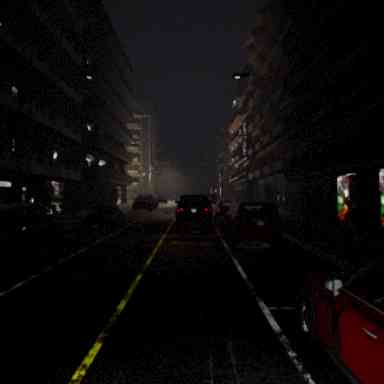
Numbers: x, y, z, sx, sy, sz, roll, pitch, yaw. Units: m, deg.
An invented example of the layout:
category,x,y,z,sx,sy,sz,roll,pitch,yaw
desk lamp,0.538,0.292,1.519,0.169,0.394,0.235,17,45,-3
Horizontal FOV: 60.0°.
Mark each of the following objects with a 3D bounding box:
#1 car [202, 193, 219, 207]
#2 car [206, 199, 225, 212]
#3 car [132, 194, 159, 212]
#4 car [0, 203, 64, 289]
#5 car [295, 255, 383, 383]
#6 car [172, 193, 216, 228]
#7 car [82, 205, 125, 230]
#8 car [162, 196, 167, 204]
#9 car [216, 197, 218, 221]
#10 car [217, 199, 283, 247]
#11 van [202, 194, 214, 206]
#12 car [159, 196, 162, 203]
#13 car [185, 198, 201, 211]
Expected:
category,x,y,z,sx,sy,sz,roll,pitch,yaw
car,2.564,1.160,47.954,2.192,1.841,5.009,1,0,0
car,2.556,1.450,36.892,1.802,1.307,4.206,1,0,0
car,-5.284,1.183,36.947,2.192,1.841,5.009,1,0,0
car,-5.289,1.275,9.295,2.192,1.841,5.009,1,0,0
car,2.594,1.423,3.704,1.967,1.590,4.097,1,0,0
car,0.104,1.135,21.310,2.150,2.045,5.566,0,0,0
car,-5.293,1.483,20.359,1.947,1.339,4.313,1,0,0
car,-5.286,1.412,59.073,1.802,1.307,4.206,1,0,0
car,2.557,1.339,25.828,1.967,1.590,4.097,1,0,0
car,2.558,1.252,14.765,2.192,1.841,5.009,1,0,0
van,2.565,1.178,53.485,1.690,1.788,3.998,1,0,0
car,-5.288,1.401,42.480,1.887,1.381,4.507,1,0,0
car,0.103,1.463,39.546,1.895,1.301,4.718,0,0,0
